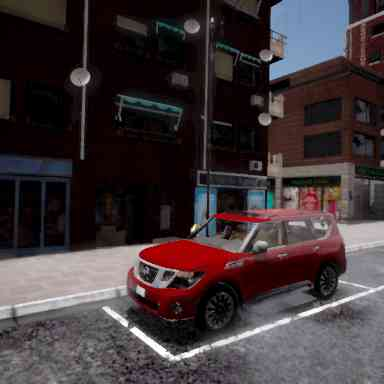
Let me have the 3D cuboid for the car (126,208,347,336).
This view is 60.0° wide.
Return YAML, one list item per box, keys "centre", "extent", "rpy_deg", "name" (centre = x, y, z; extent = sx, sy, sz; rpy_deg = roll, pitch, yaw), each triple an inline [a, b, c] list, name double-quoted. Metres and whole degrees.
- centre: [1.210, 1.318, 6.927]
  extent: [5.009, 1.841, 2.192]
  rpy_deg: [0, 2, -35]
  name: "car"
